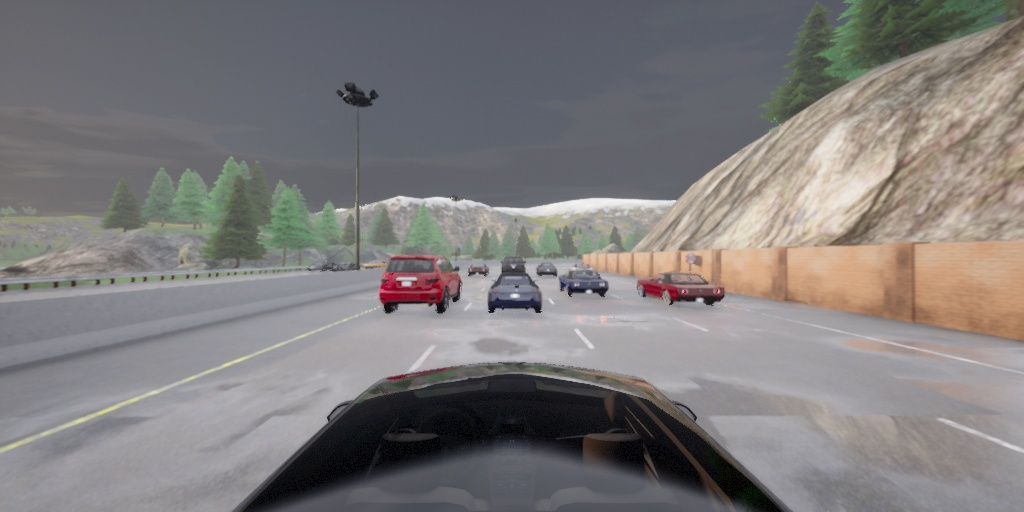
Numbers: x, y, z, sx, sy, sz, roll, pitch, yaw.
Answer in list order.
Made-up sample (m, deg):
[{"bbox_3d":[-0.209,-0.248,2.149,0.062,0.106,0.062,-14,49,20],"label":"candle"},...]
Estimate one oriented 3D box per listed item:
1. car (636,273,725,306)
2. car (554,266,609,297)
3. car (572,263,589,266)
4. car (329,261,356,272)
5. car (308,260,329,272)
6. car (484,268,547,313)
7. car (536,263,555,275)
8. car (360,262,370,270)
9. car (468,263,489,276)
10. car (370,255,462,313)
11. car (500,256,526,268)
[{"bbox_3d":[7.105,1.378,15.767,1.895,1.301,4.718,0,0,0],"label":"car"},{"bbox_3d":[3.607,1.384,18.998,1.895,1.301,4.718,0,0,0],"label":"car"},{"bbox_3d":[7.114,1.418,37.373,1.895,1.301,4.718,0,0,0],"label":"car"},{"bbox_3d":[-21.055,1.394,45.811,1.994,1.385,4.181,0,0,0],"label":"car"},{"bbox_3d":[-24.552,1.323,46.629,2.128,1.511,4.902,0,0,0],"label":"car"},{"bbox_3d":[0.103,1.337,14.243,1.994,1.385,4.181,0,0,0],"label":"car"},{"bbox_3d":[3.613,1.382,37.909,1.994,1.385,4.181,0,0,0],"label":"car"},{"bbox_3d":[-17.552,1.308,46.508,1.882,1.535,5.008,0,0,0],"label":"car"},{"bbox_3d":[-3.386,1.416,37.160,1.895,1.301,4.718,0,0,0],"label":"car"},{"bbox_3d":[-3.396,0.994,14.254,2.150,2.045,5.566,0,0,0],"label":"car"},{"bbox_3d":[0.113,1.030,33.196,2.150,2.045,5.566,0,0,0],"label":"car"}]
